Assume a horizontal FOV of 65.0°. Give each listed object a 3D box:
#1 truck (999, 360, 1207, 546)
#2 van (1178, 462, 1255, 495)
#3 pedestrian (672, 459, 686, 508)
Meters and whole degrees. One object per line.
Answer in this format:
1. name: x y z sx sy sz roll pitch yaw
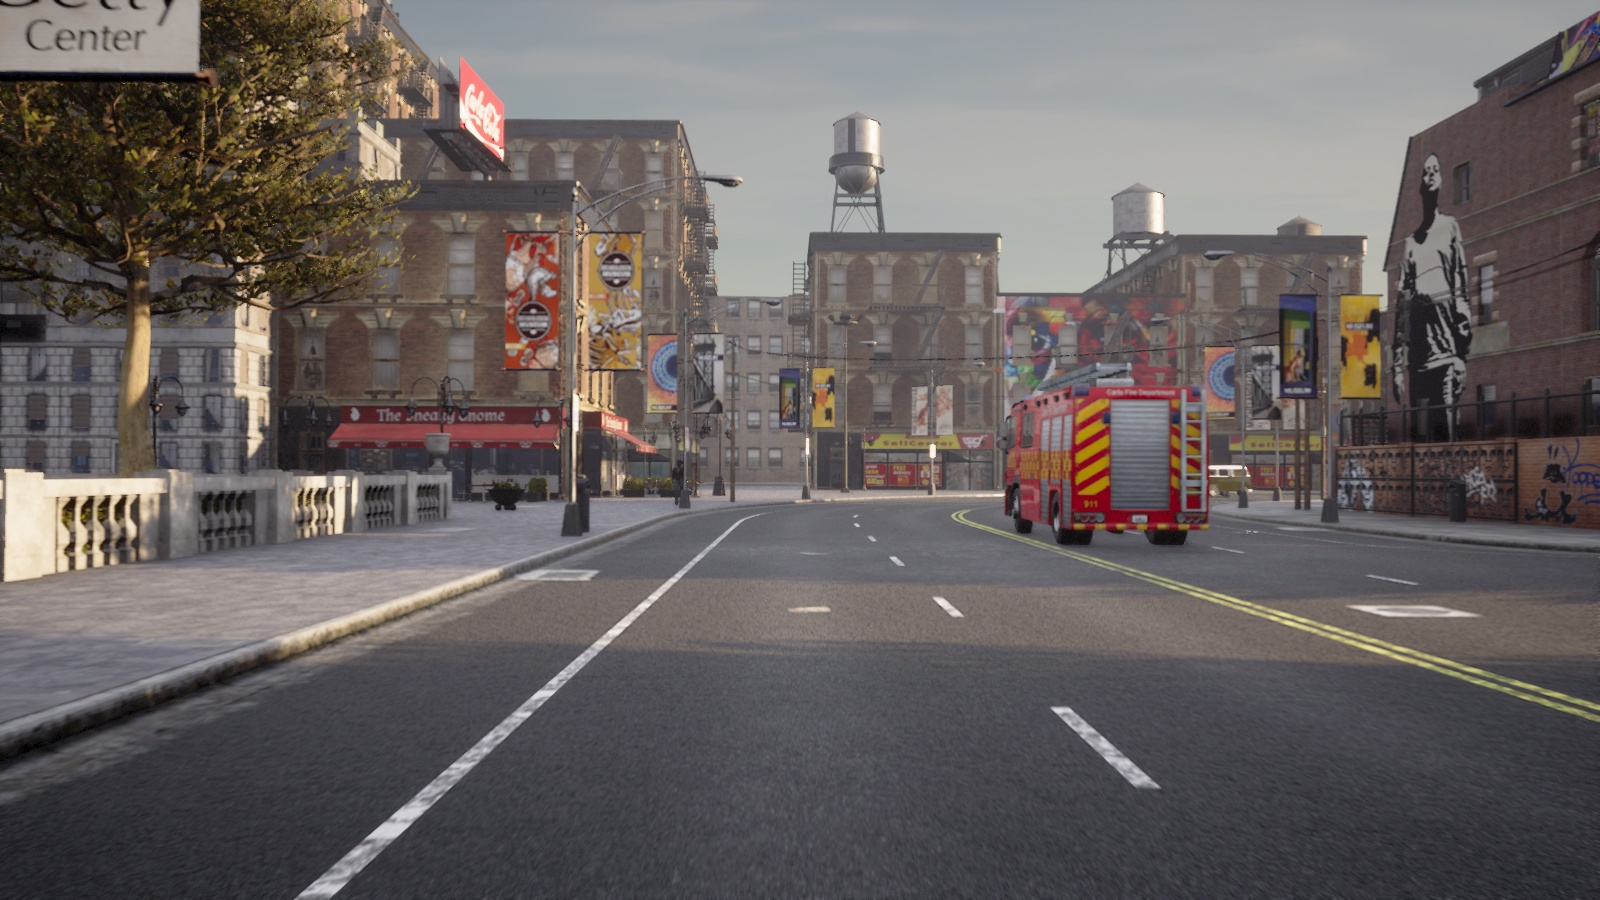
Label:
1. truck: 6.924 0.126 30.111 2.891 3.827 8.468 0 -1 0
2. van: 26.411 1.766 79.637 4.480 2.038 2.069 0 -1 -26
3. pedestrian: -4.804 1.325 49.870 0.402 1.930 0.666 0 -1 7
